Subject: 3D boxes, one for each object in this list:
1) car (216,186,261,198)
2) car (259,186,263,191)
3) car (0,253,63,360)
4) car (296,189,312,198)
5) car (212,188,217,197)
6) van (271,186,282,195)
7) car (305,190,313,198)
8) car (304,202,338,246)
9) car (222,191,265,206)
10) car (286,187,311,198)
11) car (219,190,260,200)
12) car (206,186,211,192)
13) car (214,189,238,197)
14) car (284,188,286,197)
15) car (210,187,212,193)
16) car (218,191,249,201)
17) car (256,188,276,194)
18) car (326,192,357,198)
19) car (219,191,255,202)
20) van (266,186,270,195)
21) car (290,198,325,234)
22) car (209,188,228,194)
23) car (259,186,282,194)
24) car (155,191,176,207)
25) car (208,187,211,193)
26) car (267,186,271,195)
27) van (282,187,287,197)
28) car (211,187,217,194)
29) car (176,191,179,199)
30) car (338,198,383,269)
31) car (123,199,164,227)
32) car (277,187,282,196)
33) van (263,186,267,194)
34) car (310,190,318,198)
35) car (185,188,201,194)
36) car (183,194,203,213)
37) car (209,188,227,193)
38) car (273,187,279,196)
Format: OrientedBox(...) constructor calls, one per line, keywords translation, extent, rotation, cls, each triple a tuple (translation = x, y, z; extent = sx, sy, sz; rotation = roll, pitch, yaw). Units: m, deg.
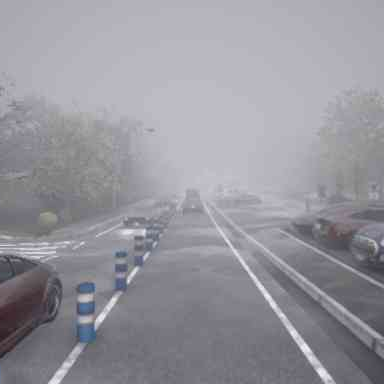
OrientedBox(translation=(6.889, 0.553, 49.950), extent=(5.566, 2.045, 2.435), rotation=(0, 2, 1), cls="car")
OrientedBox(translation=(20.200, -0.397, 83.042), extent=(5.566, 2.045, 2.435), rotation=(0, 1, 0), cls="car")
OrientedBox(translation=(-3.348, 1.562, 4.390), extent=(1.994, 1.385, 4.181), rotation=(0, 0, 0), cls="car")
OrientedBox(translation=(19.778, 0.706, 52.602), extent=(5.366, 1.575, 1.946), rotation=(0, 2, 1), cls="car")
OrientedBox(translation=(6.747, 0.531, 58.283), extent=(5.366, 1.575, 1.946), rotation=(0, 2, 0), cls="car")
OrientedBox(translation=(20.024, -0.106, 71.951), extent=(4.442, 1.987, 1.878), rotation=(0, 1, 0), cls="van")
OrientedBox(translation=(19.937, 0.839, 49.833), extent=(4.674, 1.452, 2.002), rotation=(0, 2, 1), cls="car")
OrientedBox(translation=(6.820, 1.263, 11.806), extent=(4.792, 1.488, 2.163), rotation=(0, 1, 1), cls="car")
OrientedBox(translation=(6.783, 1.013, 44.410), extent=(4.792, 1.488, 2.163), rotation=(0, 2, 0), cls="car")
OrientedBox(translation=(20.040, 0.279, 58.128), extent=(5.566, 2.045, 2.435), rotation=(0, 2, 0), cls="car")
OrientedBox(translation=(6.842, 0.894, 47.184), extent=(5.008, 1.535, 2.097), rotation=(0, 2, 0), cls="car")
OrientedBox(translation=(7.013, -0.277, 88.799), extent=(5.366, 1.575, 1.946), rotation=(0, 1, 0), cls="car")
OrientedBox(translation=(7.023, 0.196, 69.370), extent=(4.892, 1.521, 2.231), rotation=(0, 2, 0), cls="car")
OrientedBox(translation=(20.008, 0.470, 60.906), extent=(4.792, 1.488, 2.163), rotation=(0, 2, 0), cls="car")
OrientedBox(translation=(7.107, 0.085, 74.921), extent=(4.792, 1.488, 2.163), rotation=(0, 1, 1), cls="car")
OrientedBox(translation=(6.915, 0.625, 55.508), extent=(4.892, 1.521, 2.231), rotation=(0, 2, 0), cls="car")
OrientedBox(translation=(20.295, -0.343, 91.357), extent=(5.008, 1.535, 2.097), rotation=(0, 1, 1), cls="car")
OrientedBox(translation=(19.864, 1.064, 41.649), extent=(5.008, 1.535, 2.097), rotation=(0, 2, 0), cls="car")
OrientedBox(translation=(7.070, 0.711, 52.731), extent=(5.366, 1.575, 1.946), rotation=(0, 2, 0), cls="car")
OrientedBox(translation=(20.297, -0.240, 77.503), extent=(4.442, 1.987, 1.878), rotation=(0, 1, 1), cls="van")
OrientedBox(translation=(6.788, 1.193, 14.590), extent=(4.792, 1.488, 2.163), rotation=(0, 1, 1), cls="car")
OrientedBox(translation=(7.229, -0.338, 91.573), extent=(4.892, 1.521, 2.231), rotation=(0, 1, 1), cls="car")
OrientedBox(translation=(20.224, -0.462, 85.811), extent=(5.566, 2.045, 2.435), rotation=(0, 1, 0), cls="car")
OrientedBox(translation=(-3.329, 1.004, 40.522), extent=(1.837, 1.490, 4.892), rotation=(0, 2, 0), cls="car")
OrientedBox(translation=(7.121, -0.113, 83.248), extent=(4.792, 1.488, 2.163), rotation=(0, 1, 0), cls="car")
OrientedBox(translation=(20.161, 0.051, 74.741), extent=(5.008, 1.535, 2.097), rotation=(0, 1, 1), cls="car")
OrientedBox(translation=(20.178, 0.123, 63.789), extent=(4.442, 1.987, 1.878), rotation=(0, 2, 0), cls="van")
OrientedBox(translation=(6.797, 0.350, 63.954), extent=(5.366, 1.575, 1.946), rotation=(0, 2, 1), cls="car")
OrientedBox(translation=(-3.212, 0.589, 59.271), extent=(2.033, 1.411, 5.357), rotation=(0, 2, 0), cls="car")
OrientedBox(translation=(6.795, 1.177, 9.018), extent=(4.553, 1.767, 2.185), rotation=(0, 1, 1), cls="car")
OrientedBox(translation=(-3.344, 1.503, 22.745), extent=(2.033, 1.411, 5.357), rotation=(0, 1, 0), cls="car")
OrientedBox(translation=(20.114, 0.295, 66.567), extent=(4.792, 1.488, 2.163), rotation=(0, 2, 1), cls="car")
OrientedBox(translation=(20.087, -0.306, 80.275), extent=(4.442, 1.987, 1.878), rotation=(0, 1, 1), cls="van")
OrientedBox(translation=(19.886, 0.918, 47.064), extent=(4.792, 1.488, 2.163), rotation=(0, 2, 1), cls="car")
OrientedBox(translation=(0.120, 0.430, 51.023), extent=(2.150, 2.045, 5.566), rotation=(0, 2, 0), cls="car")
OrientedBox(translation=(0.108, 1.276, 32.859), extent=(1.994, 1.385, 4.181), rotation=(0, 2, 0), cls="car")
OrientedBox(translation=(7.240, -0.404, 94.348), extent=(4.892, 1.521, 2.231), rotation=(0, 1, 0), cls="car")
OrientedBox(translation=(20.137, 0.221, 69.206), extent=(4.792, 1.488, 2.163), rotation=(0, 1, 1), cls="car")
